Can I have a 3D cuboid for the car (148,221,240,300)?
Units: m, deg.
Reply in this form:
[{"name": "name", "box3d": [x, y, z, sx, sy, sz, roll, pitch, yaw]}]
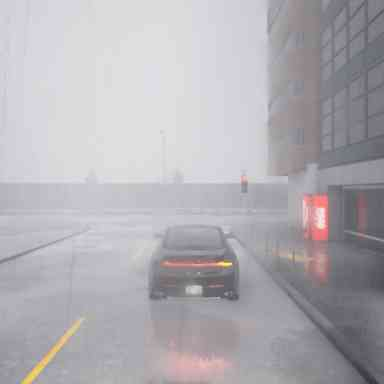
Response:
[{"name": "car", "box3d": [0.055, 1.501, 8.361, 1.837, 1.490, 4.892, 0, 0, 1]}]
